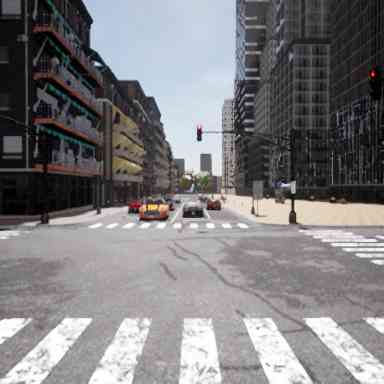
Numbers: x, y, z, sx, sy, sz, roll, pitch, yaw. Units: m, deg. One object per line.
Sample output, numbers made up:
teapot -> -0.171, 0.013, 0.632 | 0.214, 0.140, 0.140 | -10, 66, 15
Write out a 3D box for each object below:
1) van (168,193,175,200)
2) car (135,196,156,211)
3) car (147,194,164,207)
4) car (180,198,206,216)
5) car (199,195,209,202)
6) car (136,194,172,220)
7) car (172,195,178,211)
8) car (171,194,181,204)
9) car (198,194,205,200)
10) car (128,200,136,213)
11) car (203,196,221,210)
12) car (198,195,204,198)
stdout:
van -> -5.667, 1.249, 92.073 | 1.690, 1.788, 3.998 | -1, 0, 0
car -> -5.685, 1.390, 41.234 | 1.967, 1.590, 4.097 | -1, 0, 0
car -> -5.683, 1.254, 52.532 | 2.192, 1.841, 5.009 | -1, 0, 0
car -> 0.119, 1.561, 31.962 | 1.895, 1.301, 4.718 | 0, 0, 0
car -> 2.677, 1.465, 75.182 | 1.887, 1.381, 4.507 | -1, 0, 0
car -> -3.087, 1.317, 27.840 | 2.097, 1.767, 4.553 | 0, 0, 0
car -> -3.078, 1.455, 40.309 | 1.837, 1.490, 4.892 | 0, 0, 0
car -> -3.000, 1.479, 61.371 | 2.033, 1.411, 5.357 | 0, 0, 0
car -> 2.683, 1.433, 92.300 | 1.752, 1.417, 4.829 | -1, 0, 0
car -> -5.686, 1.501, 35.585 | 1.887, 1.381, 4.507 | -1, 0, 0
car -> 2.663, 1.495, 41.288 | 1.887, 1.381, 4.507 | -1, 0, 0
car -> 2.672, 1.481, 63.884 | 2.008, 1.369, 4.403 | -1, 0, 0
